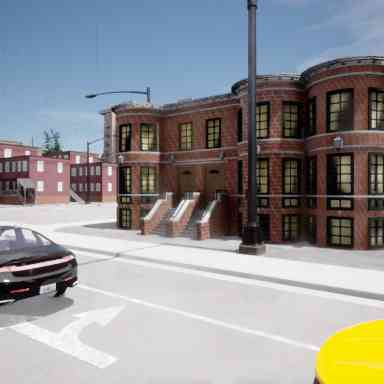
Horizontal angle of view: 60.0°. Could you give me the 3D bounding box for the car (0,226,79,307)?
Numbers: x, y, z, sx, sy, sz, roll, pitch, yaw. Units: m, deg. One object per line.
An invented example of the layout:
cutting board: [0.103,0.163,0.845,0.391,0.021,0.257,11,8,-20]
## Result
car: [-4.547,1.492,7.246,4.902,1.511,2.128,0,0,34]

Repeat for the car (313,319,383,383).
car: [3.228,1.478,1.692,5.008,1.535,1.882,0,0,36]
